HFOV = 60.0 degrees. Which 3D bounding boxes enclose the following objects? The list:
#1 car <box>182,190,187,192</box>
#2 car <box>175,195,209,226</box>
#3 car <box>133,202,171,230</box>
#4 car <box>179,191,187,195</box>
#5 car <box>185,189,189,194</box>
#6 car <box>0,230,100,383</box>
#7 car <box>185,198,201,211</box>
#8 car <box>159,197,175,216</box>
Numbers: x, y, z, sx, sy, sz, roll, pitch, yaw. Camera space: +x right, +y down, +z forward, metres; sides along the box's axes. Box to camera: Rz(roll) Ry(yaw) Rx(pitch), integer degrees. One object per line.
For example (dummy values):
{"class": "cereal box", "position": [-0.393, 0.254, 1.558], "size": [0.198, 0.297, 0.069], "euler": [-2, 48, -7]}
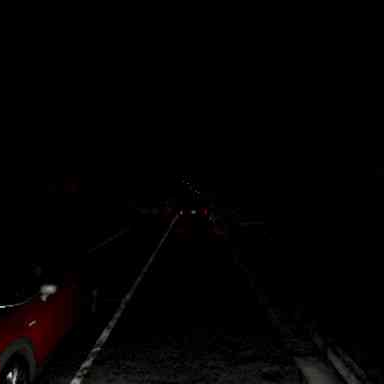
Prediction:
{"class": "car", "position": [-2.604, 0.944, 75.756], "size": [1.752, 1.417, 4.829], "euler": [1, 1, 0]}
{"class": "car", "position": [0.105, 1.340, 23.546], "size": [2.097, 1.767, 4.553], "euler": [0, 0, 0]}
{"class": "car", "position": [-2.626, 1.550, 21.036], "size": [2.008, 1.369, 4.403], "euler": [1, 0, 0]}
{"class": "car", "position": [-2.606, 1.044, 70.277], "size": [2.008, 1.369, 4.403], "euler": [1, 1, 0]}
{"class": "car", "position": [-2.600, 0.721, 92.870], "size": [1.887, 1.381, 4.507], "euler": [1, 1, 0]}
{"class": "car", "position": [-2.633, 1.450, 4.423], "size": [1.967, 1.590, 4.097], "euler": [0, 0, 0]}
{"class": "car", "position": [0.109, 1.468, 40.300], "size": [1.895, 1.301, 4.718], "euler": [0, 1, 0]}
{"class": "car", "position": [-2.620, 1.483, 32.108], "size": [1.887, 1.381, 4.507], "euler": [1, 0, 0]}
